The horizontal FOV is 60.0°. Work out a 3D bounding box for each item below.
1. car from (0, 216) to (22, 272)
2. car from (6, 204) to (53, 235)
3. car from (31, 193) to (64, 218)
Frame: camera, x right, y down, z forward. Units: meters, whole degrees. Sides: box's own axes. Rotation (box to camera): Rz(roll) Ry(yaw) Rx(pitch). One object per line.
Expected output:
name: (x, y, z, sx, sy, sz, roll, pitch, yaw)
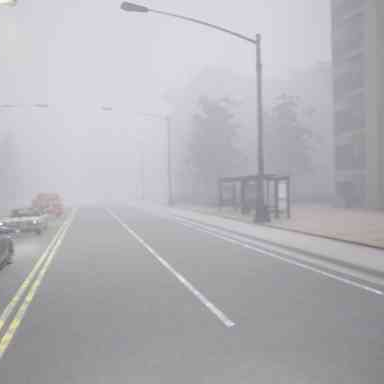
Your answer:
car: (-6.021, 1.588, 8.625, 1.994, 1.385, 4.181, -2, 1, -18)
car: (-9.013, 1.561, 18.103, 1.895, 1.301, 4.718, -2, 1, -17)
car: (-12.249, 1.111, 28.375, 2.150, 2.045, 5.566, -2, 1, -17)
